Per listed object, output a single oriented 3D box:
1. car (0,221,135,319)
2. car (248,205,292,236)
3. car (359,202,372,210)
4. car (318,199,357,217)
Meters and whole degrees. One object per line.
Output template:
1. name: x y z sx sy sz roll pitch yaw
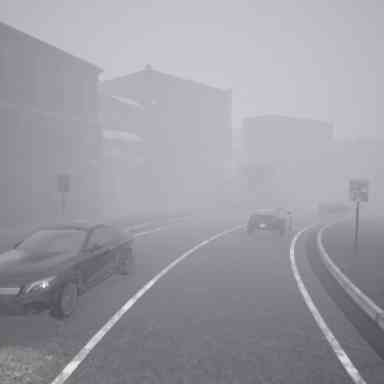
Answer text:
1. car: -2.713 1.422 7.405 1.812 1.442 4.674 1 1 10
2. car: 4.333 1.458 18.240 1.812 1.442 4.674 2 1 23
3. car: 21.159 1.578 43.161 5.357 1.411 2.033 1 4 -32
4. car: 14.270 1.563 32.955 1.882 1.535 5.008 5 2 44
